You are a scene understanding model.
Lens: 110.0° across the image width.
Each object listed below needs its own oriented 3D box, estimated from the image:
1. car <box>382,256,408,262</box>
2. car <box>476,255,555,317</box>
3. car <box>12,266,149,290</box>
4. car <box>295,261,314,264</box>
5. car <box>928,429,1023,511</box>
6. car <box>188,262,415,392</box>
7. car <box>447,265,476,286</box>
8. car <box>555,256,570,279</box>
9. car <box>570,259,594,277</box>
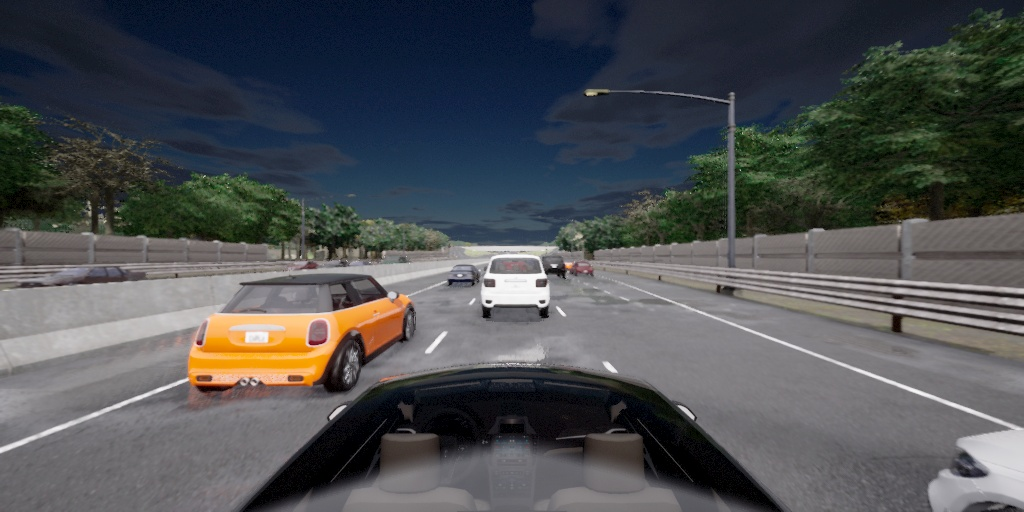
[{"bbox_3d":[-13.919,1.016,42.433,2.150,2.045,5.566,0,0,1],"label":"car"},{"bbox_3d":[0.113,0.973,13.277,2.150,2.045,5.566,0,0,0],"label":"car"},{"bbox_3d":[-23.817,1.300,20.255,2.033,1.411,5.357,0,0,-3],"label":"car"},{"bbox_3d":[-24.402,1.315,42.039,1.812,1.442,4.674,0,0,0],"label":"car"},{"bbox_3d":[3.501,1.277,0.212,1.812,1.442,4.674,0,0,0],"label":"car"},{"bbox_3d":[-3.395,1.102,6.899,2.097,1.767,4.553,0,0,0],"label":"car"},{"bbox_3d":[-3.344,1.309,25.579,2.033,1.411,5.357,0,0,0],"label":"car"},{"bbox_3d":[3.596,0.997,33.045,2.150,2.045,5.566,0,0,0],"label":"car"},{"bbox_3d":[7.089,1.309,36.490,1.812,1.442,4.674,0,0,2],"label":"car"}]
